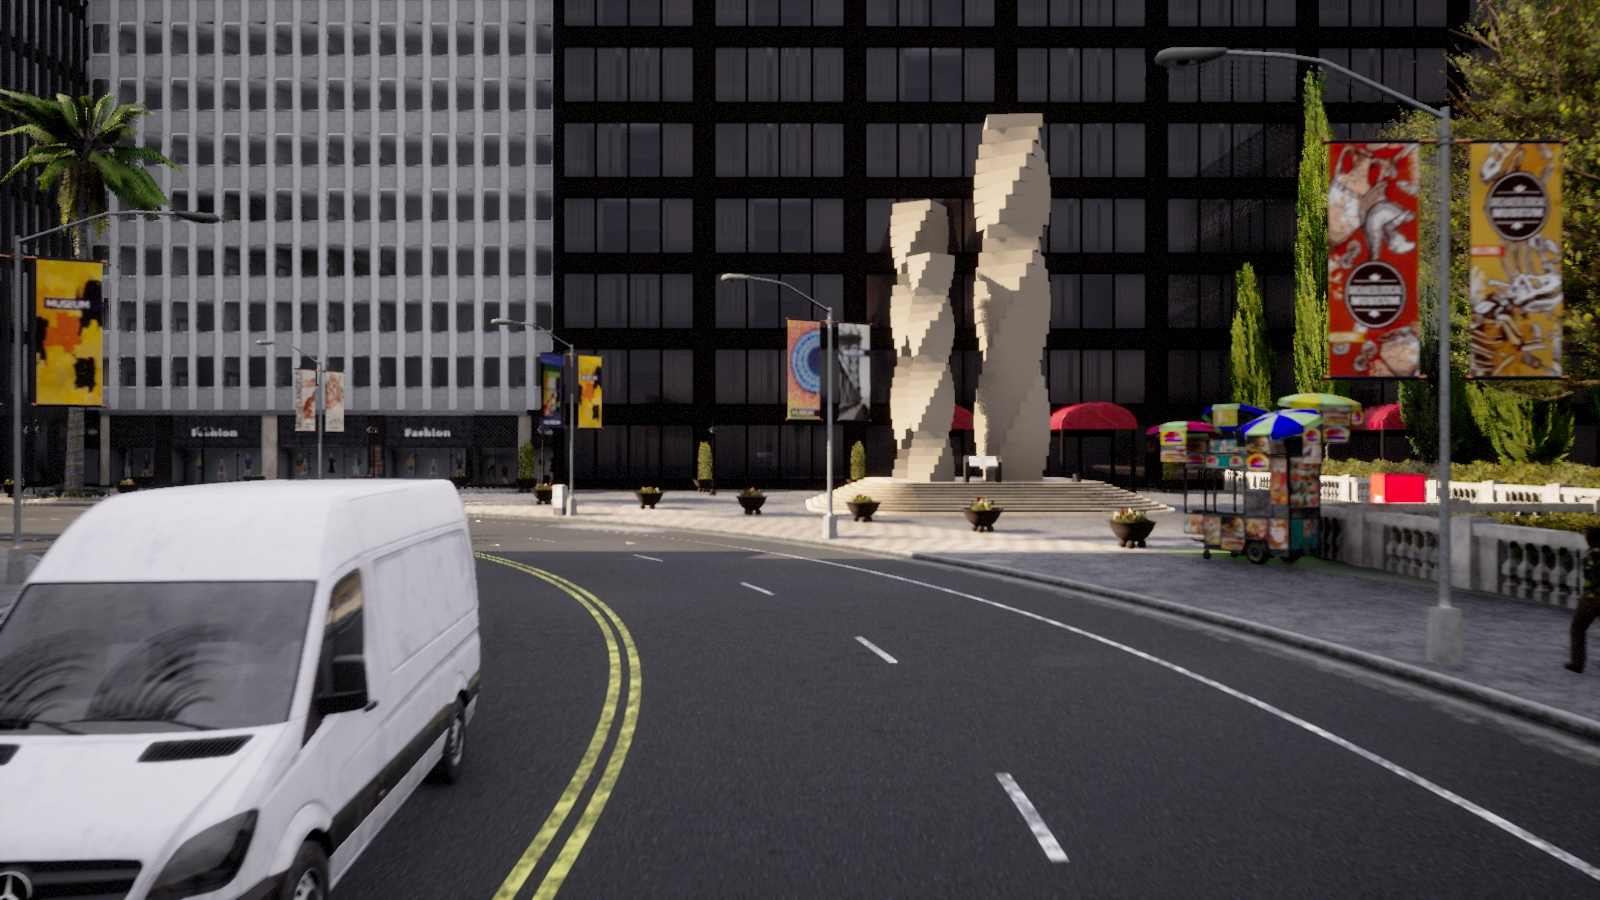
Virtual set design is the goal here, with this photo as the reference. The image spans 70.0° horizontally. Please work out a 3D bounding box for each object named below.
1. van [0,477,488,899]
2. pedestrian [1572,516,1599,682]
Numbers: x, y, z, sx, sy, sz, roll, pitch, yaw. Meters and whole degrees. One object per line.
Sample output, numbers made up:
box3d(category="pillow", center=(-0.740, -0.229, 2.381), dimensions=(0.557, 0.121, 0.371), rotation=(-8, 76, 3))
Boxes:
box3d(category="van", center=(-3.741, 1.534, 7.906), dimensions=(1.988, 2.561, 5.915), rotation=(0, 0, -5))
box3d(category="pedestrian", center=(9.168, 1.696, 13.099), dimensions=(0.375, 1.860, 0.375), rotation=(0, 0, -1))
